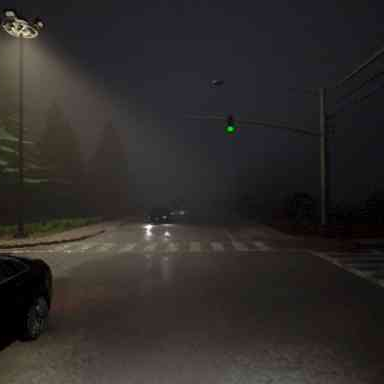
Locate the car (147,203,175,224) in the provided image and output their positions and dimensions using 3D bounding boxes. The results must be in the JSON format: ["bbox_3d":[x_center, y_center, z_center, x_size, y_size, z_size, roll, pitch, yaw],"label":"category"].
[{"bbox_3d":[-2.846,2.020,29.616,1.837,1.490,4.892,0,0,1],"label":"car"}]

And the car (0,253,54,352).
[{"bbox_3d":[-3.381,1.569,3.923,2.128,1.511,4.902,0,-1,1],"label":"car"}]

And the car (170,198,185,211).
[{"bbox_3d":[-2.339,1.972,54.087,2.150,2.045,5.566,0,-1,1],"label":"car"}]
